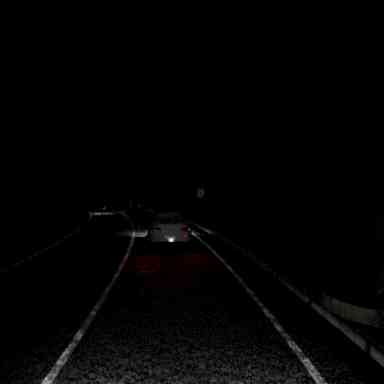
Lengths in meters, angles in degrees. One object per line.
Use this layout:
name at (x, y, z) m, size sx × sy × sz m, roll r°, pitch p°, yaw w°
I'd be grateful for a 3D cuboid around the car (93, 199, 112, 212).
car at (-10.555, 1.556, 39.188) m, size 2.128 × 1.511 × 4.902 m, roll 2°, pitch -1°, yaw -20°

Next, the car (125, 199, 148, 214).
car at (-6.283, 1.509, 37.311) m, size 2.097 × 1.767 × 4.553 m, roll 2°, pitch -1°, yaw -18°

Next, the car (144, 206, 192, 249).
car at (-1.086, 1.576, 14.830) m, size 1.812 × 1.442 × 4.674 m, roll 1°, pitch 0°, yaw -8°
